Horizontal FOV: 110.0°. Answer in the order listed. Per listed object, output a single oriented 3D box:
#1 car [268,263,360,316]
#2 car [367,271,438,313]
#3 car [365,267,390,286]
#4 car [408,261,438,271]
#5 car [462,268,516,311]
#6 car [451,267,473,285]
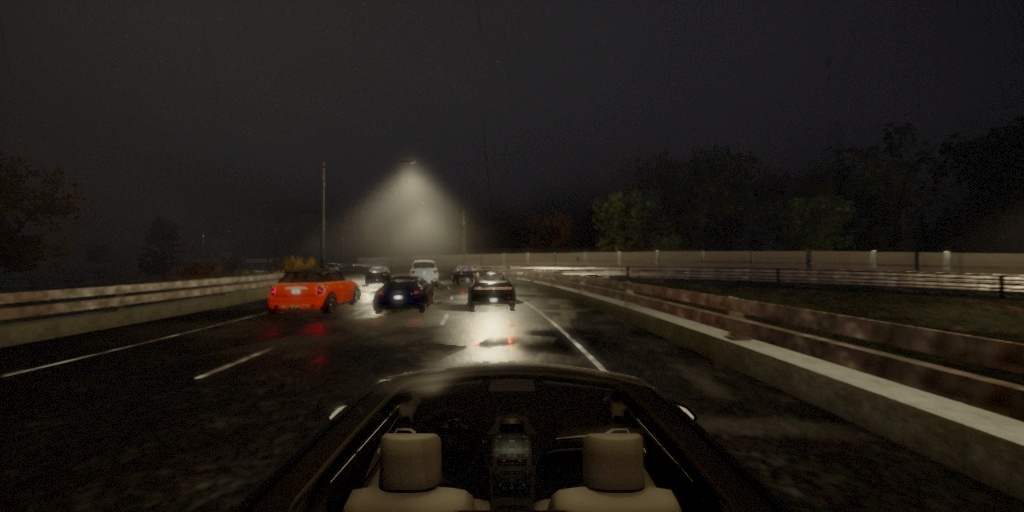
[{"bbox_3d":[-7.928,1.315,14.847,2.097,1.767,4.553,0,-1,-7],"label":"car"},{"bbox_3d":[-4.452,1.521,15.240,1.994,1.385,4.181,0,-1,-7],"label":"car"},{"bbox_3d":[-11.000,1.677,29.833,2.128,1.511,4.902,0,-1,-15],"label":"car"},{"bbox_3d":[-7.273,1.389,29.503,2.150,2.045,5.566,0,-1,-15],"label":"car"},{"bbox_3d":[-0.963,1.438,15.536,2.128,1.511,4.902,0,-1,-7],"label":"car"},{"bbox_3d":[-4.187,1.672,31.427,2.128,1.511,4.902,0,-1,-15],"label":"car"}]
